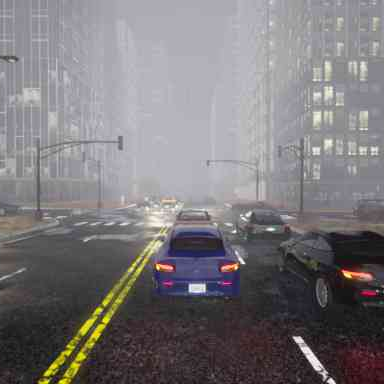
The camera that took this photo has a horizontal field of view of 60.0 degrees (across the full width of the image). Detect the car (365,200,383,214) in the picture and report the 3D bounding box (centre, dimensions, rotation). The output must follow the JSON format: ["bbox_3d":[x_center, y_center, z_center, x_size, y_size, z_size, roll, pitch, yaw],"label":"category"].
[{"bbox_3d":[21.757,1.643,36.178,4.829,1.417,1.752,1,0,1],"label":"car"}]

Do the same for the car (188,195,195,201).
[{"bbox_3d":[-0.117,1.466,78.940,2.033,1.411,5.357,0,0,0],"label":"car"}]

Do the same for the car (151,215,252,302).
[{"bbox_3d":[0.089,1.522,8.136,1.812,1.442,4.674,0,0,0],"label":"car"}]

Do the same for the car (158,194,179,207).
[{"bbox_3d":[-3.416,1.442,49.199,1.882,1.535,5.008,0,0,0],"label":"car"}]

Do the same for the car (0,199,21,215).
[{"bbox_3d":[-18.506,1.358,30.974,4.892,1.490,1.837,1,1,2],"label":"car"}]

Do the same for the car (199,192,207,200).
[{"bbox_3d":[3.118,1.134,89.518,2.150,2.045,5.566,0,0,0],"label":"car"}]

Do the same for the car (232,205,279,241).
[{"bbox_3d":[3.330,1.555,16.140,1.994,1.385,4.181,0,0,-1],"label":"car"}]

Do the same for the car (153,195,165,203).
[{"bbox_3d":[-6.623,1.448,66.893,1.837,1.490,4.892,0,0,0],"label":"car"}]

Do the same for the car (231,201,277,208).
[{"bbox_3d":[6.638,1.603,35.353,4.718,1.301,1.895,1,1,28],"label":"car"}]

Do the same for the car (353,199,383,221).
[{"bbox_3d":[16.161,1.520,27.883,5.009,1.841,2.192,1,0,1],"label":"car"}]

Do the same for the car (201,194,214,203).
[{"bbox_3d":[3.254,1.509,64.953,1.994,1.385,4.181,0,0,0],"label":"car"}]

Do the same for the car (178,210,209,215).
[{"bbox_3d":[0.077,1.591,17.302,1.895,1.301,4.718,0,0,0],"label":"car"}]

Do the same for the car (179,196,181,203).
[{"bbox_3d":[-3.414,1.554,58.578,1.895,1.301,4.718,0,0,0],"label":"car"}]

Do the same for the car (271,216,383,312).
[{"bbox_3d":[3.340,1.522,7.571,1.812,1.442,4.674,0,0,0],"label":"car"}]

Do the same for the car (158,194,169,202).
[{"bbox_3d":[-6.614,1.285,76.818,2.097,1.767,4.553,0,0,0],"label":"car"}]

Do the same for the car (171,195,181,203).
[{"bbox_3d":[-3.353,1.418,69.106,1.882,1.535,5.008,0,0,0],"label":"car"}]

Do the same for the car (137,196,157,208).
[{"bbox_3d":[-6.668,1.513,47.801,2.033,1.411,5.357,0,0,0],"label":"car"}]

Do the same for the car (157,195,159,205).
[{"bbox_3d":[-6.666,1.460,57.539,1.837,1.490,4.892,0,0,0],"label":"car"}]

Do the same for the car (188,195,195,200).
[{"bbox_3d":[-0.132,1.505,89.096,1.895,1.301,4.718,0,0,0],"label":"car"}]
